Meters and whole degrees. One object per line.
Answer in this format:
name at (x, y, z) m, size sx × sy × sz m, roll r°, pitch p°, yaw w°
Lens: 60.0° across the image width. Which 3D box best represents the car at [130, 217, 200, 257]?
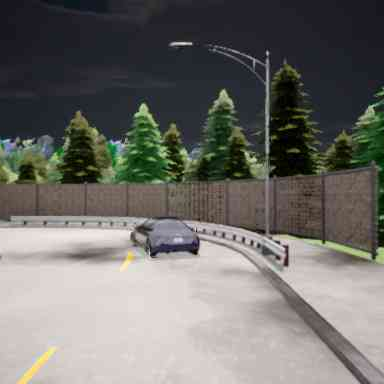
car at (-1.225, 1.722, 13.881) m, size 1.994 × 1.385 × 4.181 m, roll 0°, pitch -1°, yaw -21°
